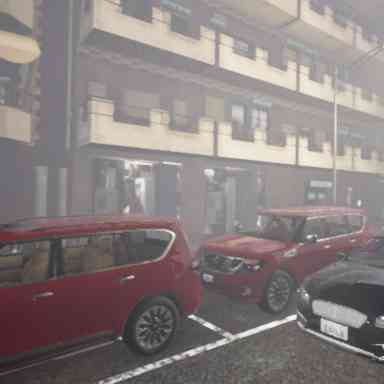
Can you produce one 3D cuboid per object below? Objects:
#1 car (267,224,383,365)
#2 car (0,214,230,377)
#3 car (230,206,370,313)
[{"bbox_3d":[3.800,1.476,5.657,4.902,1.511,2.128,0,0,-35],"label":"car"},{"bbox_3d":[-2.141,1.314,4.542,5.009,1.841,2.192,0,2,-35],"label":"car"},{"bbox_3d":[2.362,1.300,7.751,5.009,1.841,2.192,0,2,-35],"label":"car"}]
